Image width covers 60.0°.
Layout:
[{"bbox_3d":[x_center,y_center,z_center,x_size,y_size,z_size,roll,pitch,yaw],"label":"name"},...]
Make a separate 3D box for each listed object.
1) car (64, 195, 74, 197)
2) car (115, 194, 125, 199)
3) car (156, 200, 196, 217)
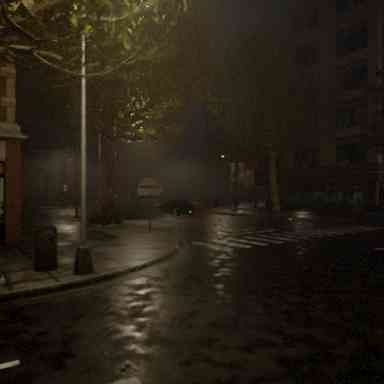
[{"bbox_3d":[-26.469,1.415,73.801,4.786,1.482,2.161,0,0,-36],"label":"car"},{"bbox_3d":[-18.924,1.323,84.233,4.674,1.452,2.002,0,0,-36],"label":"car"},{"bbox_3d":[-1.597,1.506,31.606,1.837,1.490,4.892,0,0,-36],"label":"car"}]
